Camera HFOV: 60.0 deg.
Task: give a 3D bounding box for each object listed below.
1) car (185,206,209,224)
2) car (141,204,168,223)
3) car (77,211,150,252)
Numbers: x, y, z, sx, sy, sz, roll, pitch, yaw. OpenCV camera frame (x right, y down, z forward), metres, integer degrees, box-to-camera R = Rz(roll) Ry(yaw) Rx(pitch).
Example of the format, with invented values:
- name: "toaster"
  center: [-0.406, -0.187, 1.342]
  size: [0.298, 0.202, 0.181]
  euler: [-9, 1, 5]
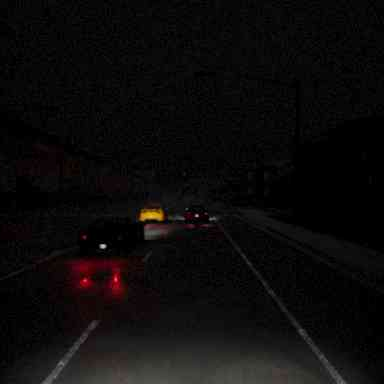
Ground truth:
- name: "car"
  center: [0.423, 1.812, 27.661]
  size: [1.994, 1.385, 4.181]
  euler: [0, -1, 1]
- name: "car"
  center: [-3.068, 1.716, 27.731]
  size: [1.882, 1.535, 5.008]
  euler: [0, -1, 1]
- name: "car"
  center: [-3.236, 1.720, 14.374]
  size: [1.895, 1.301, 4.718]
  euler: [0, -1, 1]
